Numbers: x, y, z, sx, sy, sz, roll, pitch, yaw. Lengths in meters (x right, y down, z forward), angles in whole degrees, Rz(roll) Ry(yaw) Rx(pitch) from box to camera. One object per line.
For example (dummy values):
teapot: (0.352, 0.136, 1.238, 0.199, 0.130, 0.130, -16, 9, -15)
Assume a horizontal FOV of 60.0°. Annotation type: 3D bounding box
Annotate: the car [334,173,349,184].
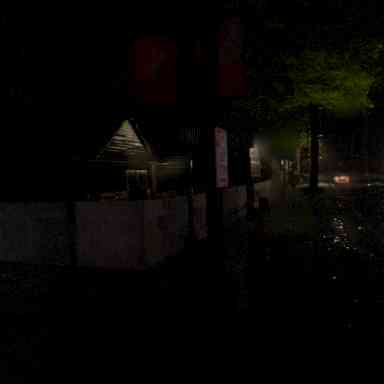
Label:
car: (24.700, -2.291, 55.023, 2.097, 1.767, 4.553, -1, 3, 21)
